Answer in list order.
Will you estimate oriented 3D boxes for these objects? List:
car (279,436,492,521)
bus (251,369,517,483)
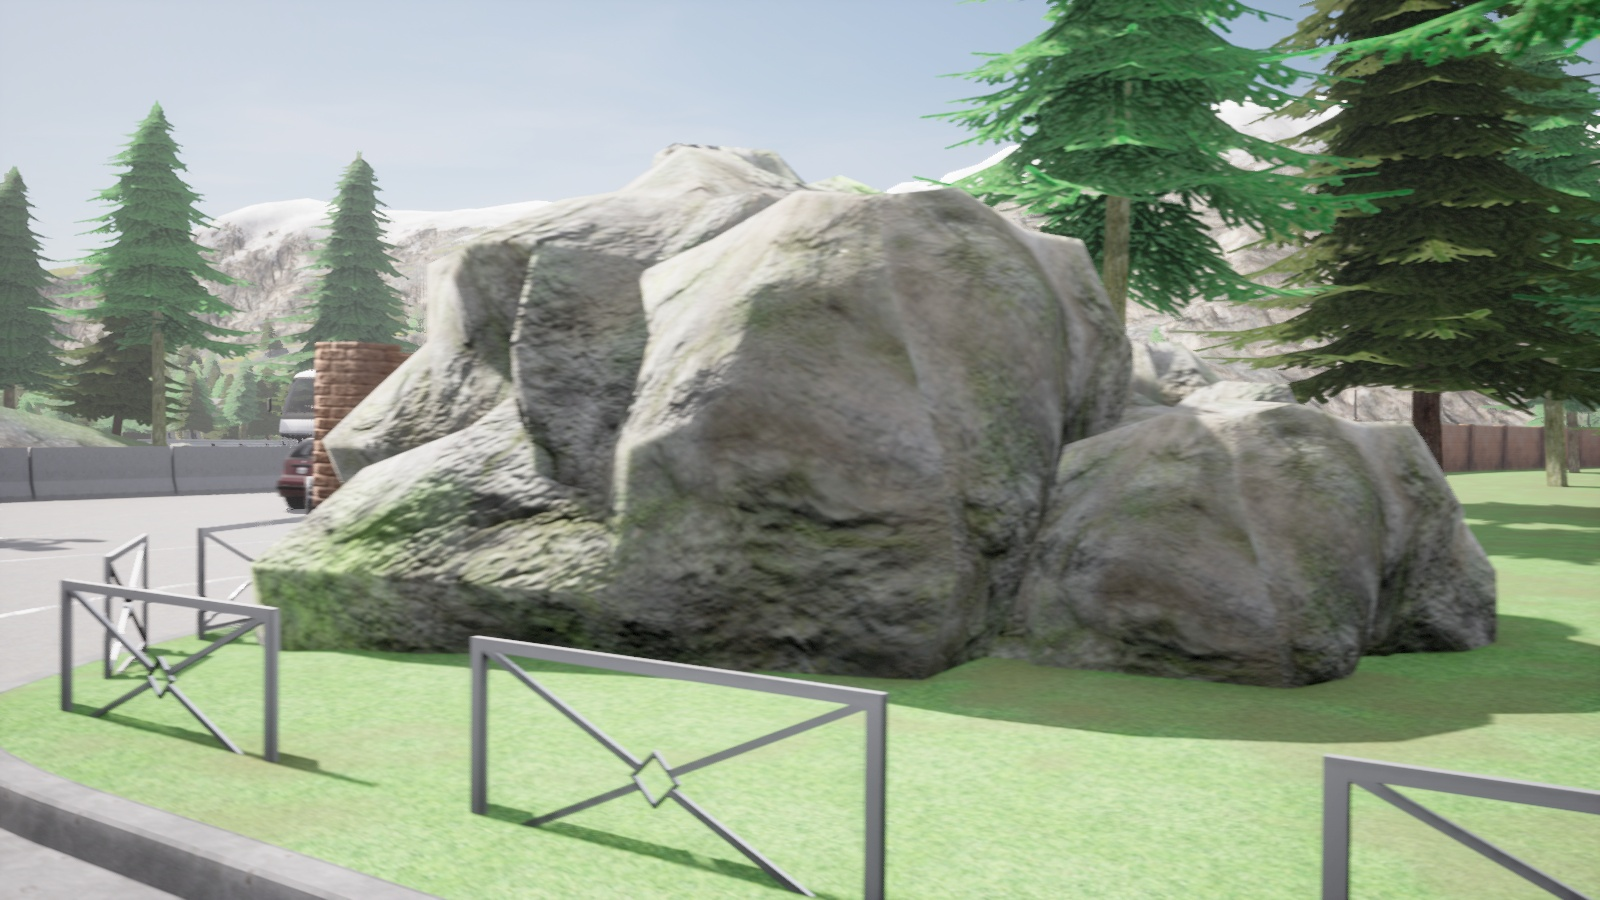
[{"bbox_3d":[-8.705,0.540,26.661,1.851,1.617,3.988,0,1,33],"label":"car"},{"bbox_3d":[-17.017,-1.012,52.392,3.944,4.253,10.273,0,1,33],"label":"bus"}]
